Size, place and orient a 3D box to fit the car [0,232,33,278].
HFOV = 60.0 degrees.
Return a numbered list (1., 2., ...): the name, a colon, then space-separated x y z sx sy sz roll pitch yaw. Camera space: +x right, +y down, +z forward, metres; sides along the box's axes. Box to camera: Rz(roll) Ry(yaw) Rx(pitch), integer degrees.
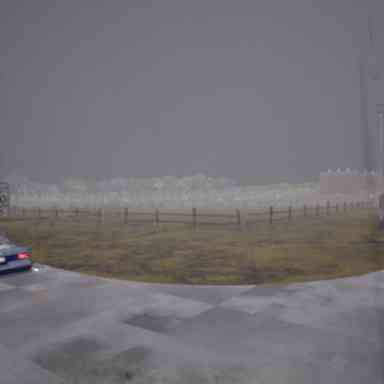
1. car: -6.732 1.811 9.976 5.357 1.411 2.033 -2 0 41
